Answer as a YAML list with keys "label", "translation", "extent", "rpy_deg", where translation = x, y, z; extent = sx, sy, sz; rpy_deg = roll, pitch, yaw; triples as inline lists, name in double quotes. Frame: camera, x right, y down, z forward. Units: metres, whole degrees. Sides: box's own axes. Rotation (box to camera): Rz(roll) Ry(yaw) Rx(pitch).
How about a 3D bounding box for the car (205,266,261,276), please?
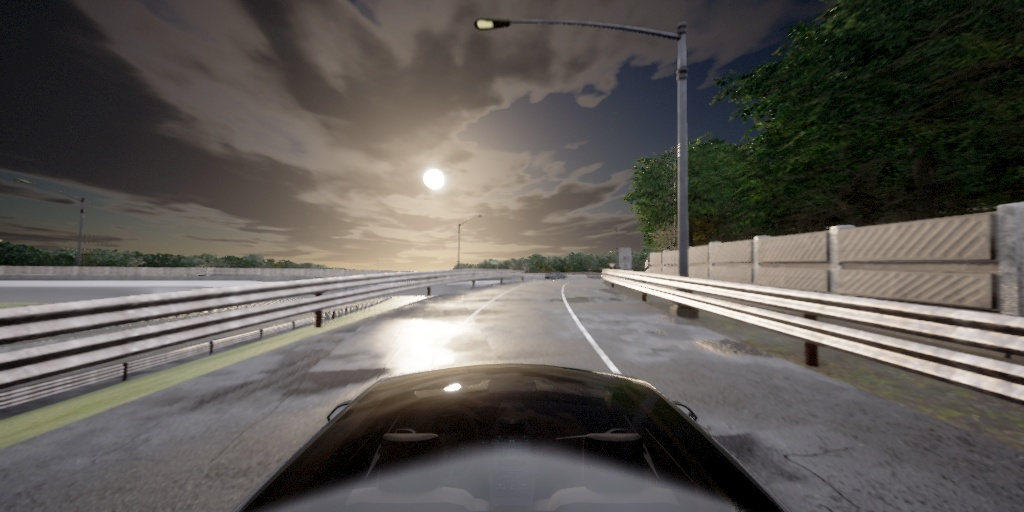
- label: "car"
  translation: [-30.884, 1.893, 39.837]
  extent: [4.892, 1.490, 1.837]
  rpy_deg: [2, -2, -23]
